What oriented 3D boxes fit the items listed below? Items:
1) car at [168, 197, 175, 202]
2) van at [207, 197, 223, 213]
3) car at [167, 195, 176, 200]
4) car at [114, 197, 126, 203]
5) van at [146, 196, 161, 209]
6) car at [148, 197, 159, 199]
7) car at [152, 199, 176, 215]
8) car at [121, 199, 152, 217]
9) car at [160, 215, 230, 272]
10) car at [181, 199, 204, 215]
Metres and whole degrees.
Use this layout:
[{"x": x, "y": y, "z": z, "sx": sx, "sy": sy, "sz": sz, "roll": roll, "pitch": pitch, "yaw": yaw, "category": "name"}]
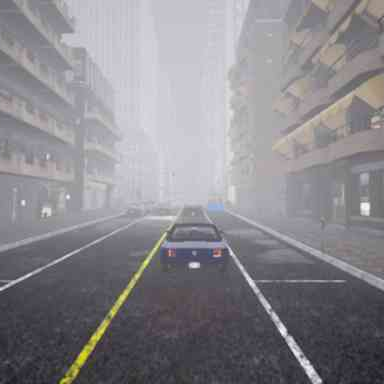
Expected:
[{"x": -5.696, "y": 2.074, "z": 93.982, "sx": 1.802, "sy": 1.307, "sz": 4.206, "roll": 1, "pitch": 0, "yaw": 0, "category": "car"}, {"x": 2.700, "y": 1.549, "z": 39.316, "sx": 1.690, "sy": 1.788, "sz": 3.998, "roll": 1, "pitch": 0, "yaw": 0, "category": "van"}, {"x": -5.692, "y": 1.903, "z": 88.407, "sx": 1.967, "sy": 1.590, "sz": 4.097, "roll": 1, "pitch": 0, "yaw": 0, "category": "car"}, {"x": -16.506, "y": 1.881, "z": 72.985, "sx": 4.097, "sy": 1.590, "sz": 1.967, "roll": 0, "pitch": -1, "yaw": 0, "category": "car"}, {"x": -5.819, "y": 1.606, "z": 50.342, "sx": 1.690, "sy": 1.788, "sz": 3.998, "roll": 1, "pitch": 0, "yaw": 0, "category": "van"}, {"x": -5.653, "y": 1.802, "z": 44.800, "sx": 1.947, "sy": 1.339, "sz": 4.313, "roll": 1, "pitch": 0, "yaw": 0, "category": "car"}, {"x": -3.103, "y": 1.797, "z": 37.149, "sx": 1.895, "sy": 1.301, "sz": 4.718, "roll": 0, "pitch": 0, "yaw": 0, "category": "car"}, {"x": -5.650, "y": 1.729, "z": 33.720, "sx": 2.008, "sy": 1.369, "sz": 4.403, "roll": 1, "pitch": 0, "yaw": 0, "category": "car"}, {"x": 0.077, "y": 1.660, "z": 11.017, "sx": 1.895, "sy": 1.301, "sz": 4.718, "roll": 0, "pitch": 0, "yaw": 0, "category": "car"}, {"x": 0.083, "y": 1.633, "z": 29.450, "sx": 1.882, "sy": 1.535, "sz": 5.008, "roll": 0, "pitch": 0, "yaw": 0, "category": "car"}]
